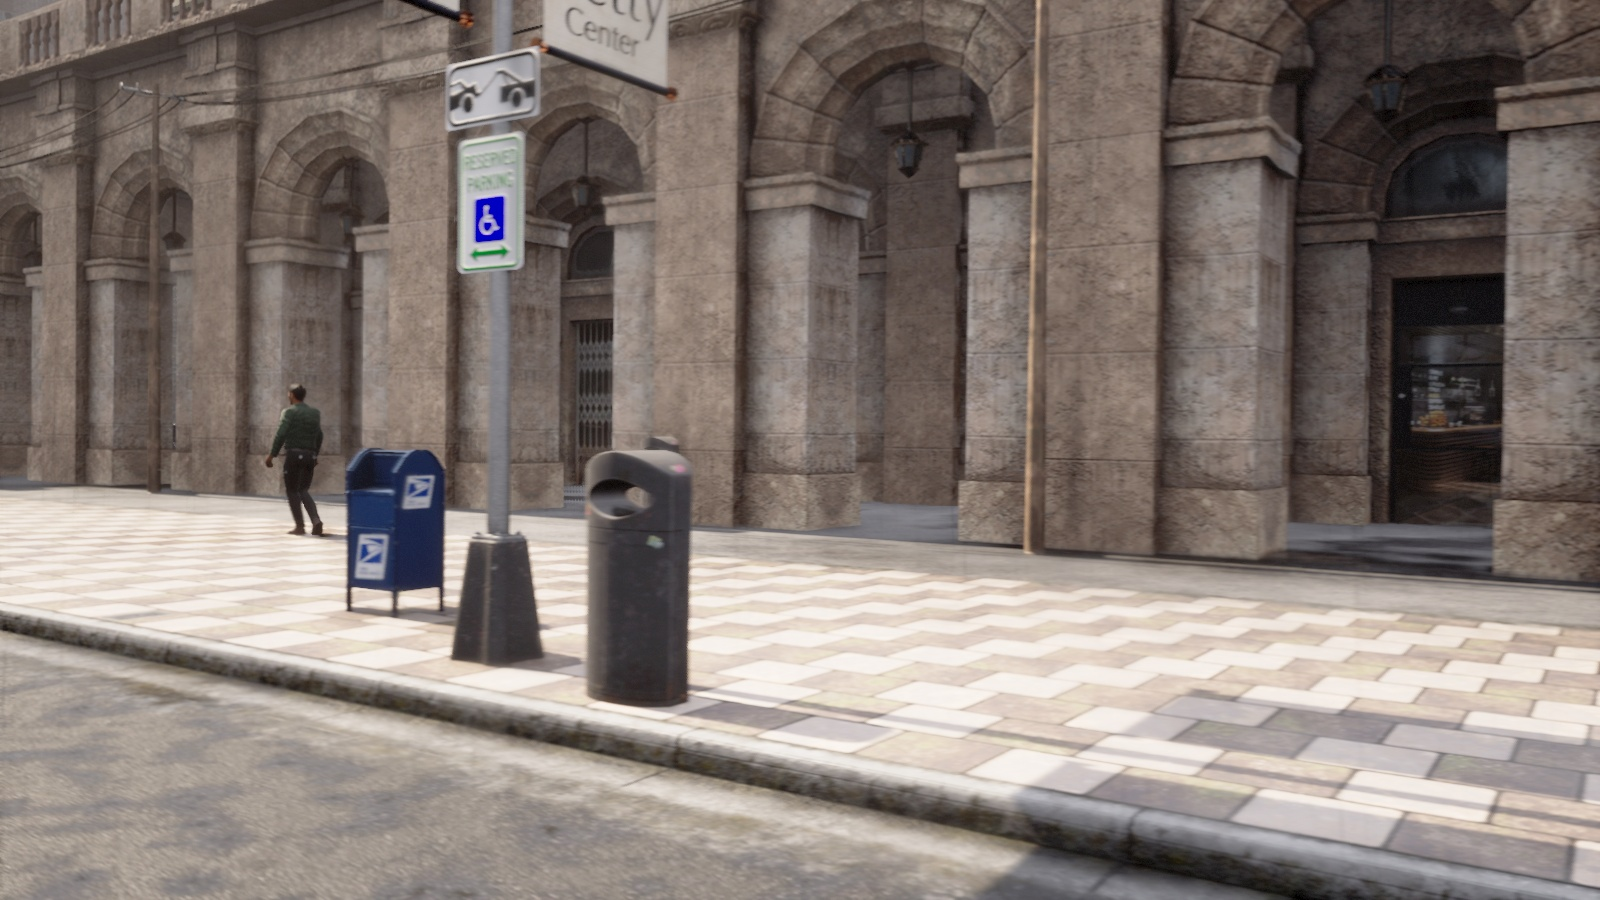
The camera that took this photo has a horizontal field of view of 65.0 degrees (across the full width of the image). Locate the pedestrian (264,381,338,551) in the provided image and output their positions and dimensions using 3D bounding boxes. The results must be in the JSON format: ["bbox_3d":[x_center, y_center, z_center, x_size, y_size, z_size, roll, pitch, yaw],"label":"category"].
[{"bbox_3d":[-5.897,0.181,14.841,0.788,1.949,0.423,0,1,33],"label":"pedestrian"}]

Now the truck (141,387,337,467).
[{"bbox_3d":[-25.833,-1.051,58.301,2.891,3.462,7.936,0,1,34],"label":"truck"}]
